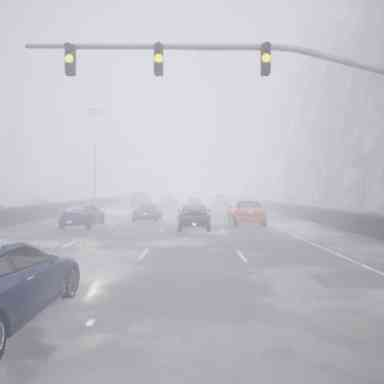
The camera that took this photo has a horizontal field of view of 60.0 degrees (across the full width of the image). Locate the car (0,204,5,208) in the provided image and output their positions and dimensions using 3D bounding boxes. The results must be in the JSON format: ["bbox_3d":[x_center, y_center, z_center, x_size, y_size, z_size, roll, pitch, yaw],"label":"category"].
[{"bbox_3d":[-17.426,1.410,27.249,1.882,1.535,5.008,0,0,0],"label":"car"}]

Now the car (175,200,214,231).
[{"bbox_3d":[0.131,1.466,20.320,1.837,1.490,4.892,0,0,0],"label":"car"}]

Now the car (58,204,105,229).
[{"bbox_3d":[-6.878,1.484,20.995,1.812,1.442,4.674,0,0,0],"label":"car"}]

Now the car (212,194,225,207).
[{"bbox_3d":[3.811,1.097,45.156,2.097,1.767,4.553,0,1,0],"label":"car"}]

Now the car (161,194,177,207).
[{"bbox_3d":[-3.189,1.097,45.192,2.097,1.767,4.553,0,1,0],"label":"car"}]

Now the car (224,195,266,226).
[{"bbox_3d":[3.648,1.303,22.800,2.097,1.767,4.553,0,0,0],"label":"car"}]

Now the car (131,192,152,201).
[{"bbox_3d":[-6.697,0.981,44.187,2.150,2.045,5.566,0,1,0],"label":"car"}]

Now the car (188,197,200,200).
[{"bbox_3d":[0.285,1.339,41.649,2.033,1.411,5.357,0,1,0],"label":"car"}]

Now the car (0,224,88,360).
[{"bbox_3d":[-3.414,1.530,5.513,1.812,1.442,4.674,0,0,0],"label":"car"}]

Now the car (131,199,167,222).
[{"bbox_3d":[-3.334,1.505,25.684,1.994,1.385,4.181,0,0,0],"label":"car"}]

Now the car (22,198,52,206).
[{"bbox_3d":[-17.347,1.366,37.539,1.812,1.442,4.674,0,1,0],"label":"car"}]
